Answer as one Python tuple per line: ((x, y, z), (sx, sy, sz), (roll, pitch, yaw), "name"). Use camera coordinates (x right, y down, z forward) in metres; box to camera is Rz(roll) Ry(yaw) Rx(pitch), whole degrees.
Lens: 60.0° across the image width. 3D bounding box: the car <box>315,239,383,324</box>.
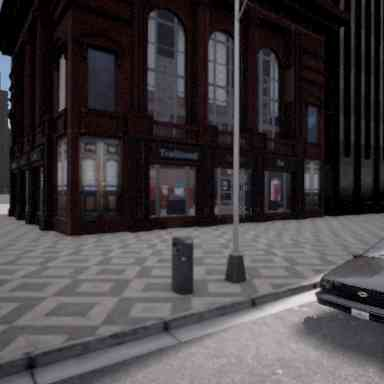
((4.837, 1.551, 6.827), (5.357, 1.411, 2.033), (0, 0, -36), "car")
